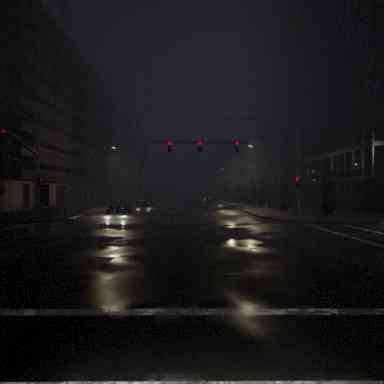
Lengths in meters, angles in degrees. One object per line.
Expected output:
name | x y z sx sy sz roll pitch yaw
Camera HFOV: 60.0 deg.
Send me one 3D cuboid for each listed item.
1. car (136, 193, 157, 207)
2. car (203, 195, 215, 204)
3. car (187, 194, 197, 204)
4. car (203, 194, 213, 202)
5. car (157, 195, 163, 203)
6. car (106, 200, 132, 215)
car | -7.338 1.221 52.023 2.150 2.045 5.566 0 0 1
car | 3.500 1.492 64.735 2.128 1.511 4.902 0 0 1
car | 0.001 1.564 64.646 1.994 1.385 4.181 0 0 1
car | 3.511 1.355 74.600 2.097 1.767 4.553 0 0 1
car | -7.055 1.346 68.839 2.033 1.411 5.357 0 0 1
car | -7.446 1.526 34.251 1.812 1.442 4.674 0 0 0
